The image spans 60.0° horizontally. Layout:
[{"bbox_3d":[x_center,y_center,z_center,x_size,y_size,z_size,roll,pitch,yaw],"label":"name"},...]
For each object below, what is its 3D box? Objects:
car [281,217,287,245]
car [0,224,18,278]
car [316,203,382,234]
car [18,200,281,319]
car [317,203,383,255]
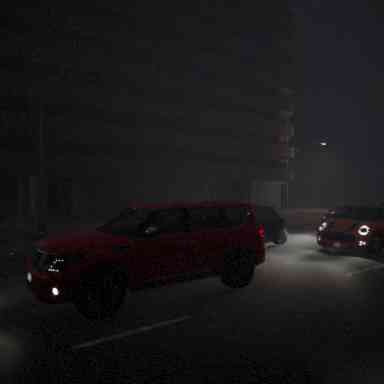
[{"bbox_3d":[1.882,1.350,13.932,4.553,1.767,2.097,0,0,-36],"label":"car"},{"bbox_3d":[-5.446,1.564,8.678,4.181,1.385,1.994,0,0,-35],"label":"car"},{"bbox_3d":[9.710,1.489,20.397,4.902,1.511,2.128,0,0,-45],"label":"car"},{"bbox_3d":[-0.722,1.222,7.723,5.566,2.045,2.150,0,0,-35],"label":"car"},{"bbox_3d":[7.096,1.350,13.511,4.553,1.767,2.097,0,0,-37],"label":"car"}]
